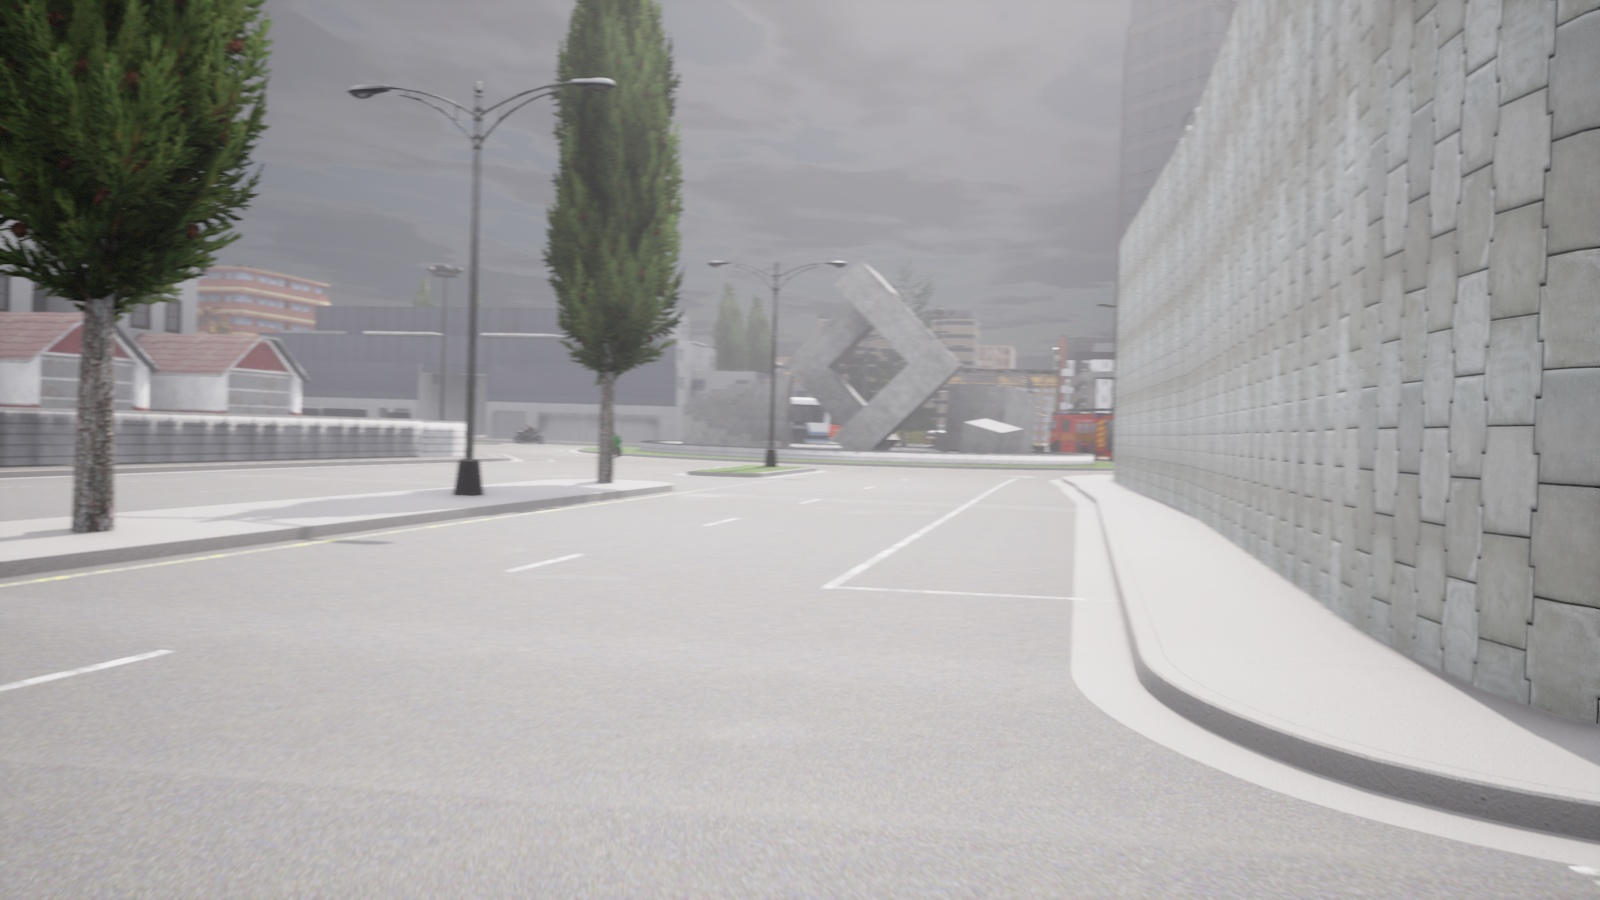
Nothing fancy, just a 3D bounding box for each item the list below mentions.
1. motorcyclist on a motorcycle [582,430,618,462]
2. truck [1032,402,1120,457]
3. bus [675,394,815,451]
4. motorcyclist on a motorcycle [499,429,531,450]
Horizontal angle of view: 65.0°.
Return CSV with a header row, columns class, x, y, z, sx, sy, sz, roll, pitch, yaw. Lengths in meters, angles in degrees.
class,x,y,z,sx,sy,sz,roll,pitch,yaw
motorcyclist on a motorcycle,-9.861,-0.214,61.880,0.797,1.523,2.044,0,1,-40
truck,20.227,-1.485,92.785,2.891,3.827,8.468,1,1,-13
bus,-4.336,-2.090,99.070,10.273,4.253,3.944,0,1,-22
motorcyclist on a motorcycle,-21.188,-0.791,93.305,2.191,1.530,0.866,1,1,-2
